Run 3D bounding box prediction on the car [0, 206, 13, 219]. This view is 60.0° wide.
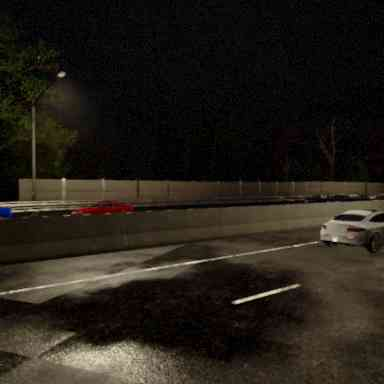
[{"bbox_3d":[-14.893,1.471,22.410,5.008,1.535,1.882,-1,1,-39],"label":"car"}]

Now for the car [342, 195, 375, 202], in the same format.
[{"bbox_3d":[20.563,1.208,40.132,4.181,1.385,1.994,-1,0,-35],"label":"car"}]

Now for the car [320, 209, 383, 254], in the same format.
[{"bbox_3d":[6.871,1.404,12.944,4.674,1.442,1.812,-1,0,-35],"label":"car"}]

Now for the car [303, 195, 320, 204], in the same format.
[{"bbox_3d":[17.540,1.126,46.562,4.902,1.511,2.128,0,0,-35],"label":"car"}]

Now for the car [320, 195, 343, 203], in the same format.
[{"bbox_3d":[19.326,1.142,43.541,4.892,1.490,1.837,0,0,-35],"label":"car"}]

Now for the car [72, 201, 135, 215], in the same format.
[{"bbox_3d":[-6.607,1.440,25.073,4.674,1.442,1.812,-1,0,-35],"label":"car"}]
